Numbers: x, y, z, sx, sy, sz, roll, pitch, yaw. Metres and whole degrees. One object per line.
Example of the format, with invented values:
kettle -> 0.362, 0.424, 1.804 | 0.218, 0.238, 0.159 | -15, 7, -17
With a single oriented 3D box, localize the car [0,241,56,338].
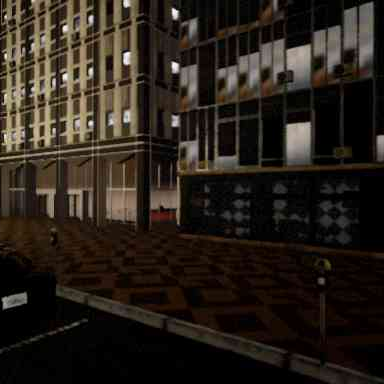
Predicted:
car -> -4.139, 1.531, 5.827 | 4.313, 1.339, 1.947 | 0, 0, 35
